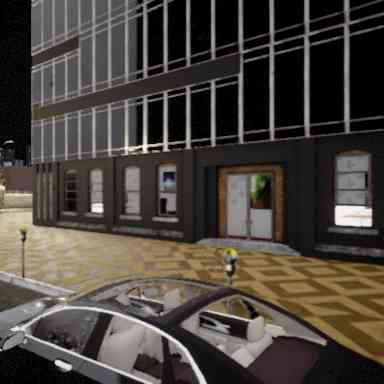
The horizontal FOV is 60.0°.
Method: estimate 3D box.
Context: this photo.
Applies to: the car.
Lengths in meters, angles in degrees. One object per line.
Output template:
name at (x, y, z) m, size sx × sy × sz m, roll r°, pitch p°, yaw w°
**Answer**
car at (-0.541, 1.553, 3.259) m, size 4.403 × 1.369 × 2.008 m, roll 0°, pitch 0°, yaw 35°
